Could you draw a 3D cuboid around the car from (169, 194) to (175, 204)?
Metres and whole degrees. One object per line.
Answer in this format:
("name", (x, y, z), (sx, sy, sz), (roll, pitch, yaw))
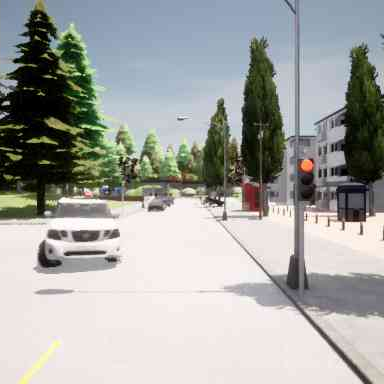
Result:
("car", (-4.146, 1.505, 60.053), (1.837, 1.490, 4.892), (0, 0, 0))

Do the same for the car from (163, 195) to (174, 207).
("car", (-4.174, 1.564, 50.061), (1.994, 1.385, 4.181), (0, 0, 0))

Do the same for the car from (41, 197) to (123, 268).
("car", (-3.906, 1.223, 11.860), (2.150, 2.045, 5.566), (2, -1, -21))

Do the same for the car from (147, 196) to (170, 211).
("car", (-4.171, 1.547, 40.123), (2.033, 1.411, 5.357), (0, 0, 0))
